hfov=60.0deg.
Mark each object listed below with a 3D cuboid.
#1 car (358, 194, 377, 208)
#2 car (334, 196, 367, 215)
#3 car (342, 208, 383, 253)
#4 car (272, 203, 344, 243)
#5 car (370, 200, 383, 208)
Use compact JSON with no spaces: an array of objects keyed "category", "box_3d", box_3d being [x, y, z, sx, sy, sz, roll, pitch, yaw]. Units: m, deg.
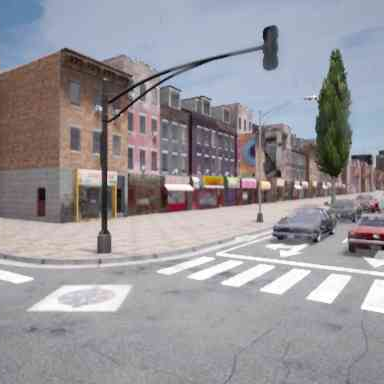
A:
[{"category":"car","box_3d":[16.948,1.036,32.598,2.097,1.767,4.553,0,1,35]},{"category":"car","box_3d":[11.158,1.318,24.179,1.837,1.490,4.892,0,1,34]},{"category":"car","box_3d":[7.330,1.532,12.814,1.895,1.301,4.718,0,0,34]},{"category":"car","box_3d":[5.619,1.464,16.068,2.033,1.411,5.357,0,0,34]},{"category":"car","box_3d":[12.293,1.410,20.086,1.994,1.385,4.181,0,1,34]}]
